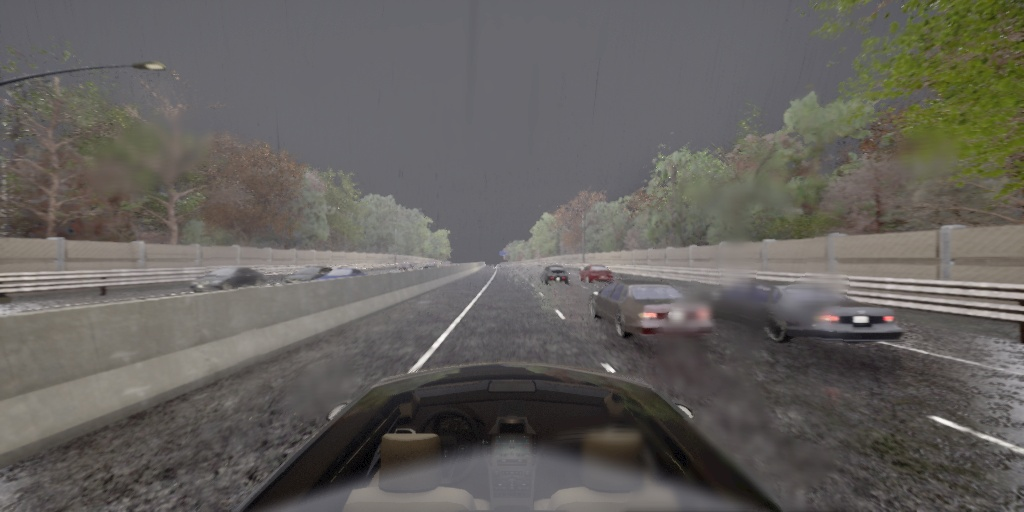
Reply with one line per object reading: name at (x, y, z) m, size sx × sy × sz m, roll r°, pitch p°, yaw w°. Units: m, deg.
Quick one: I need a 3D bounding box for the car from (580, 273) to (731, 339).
car at (3.584, 1.372, 10.309) m, size 2.033 × 1.411 × 5.357 m, roll 0°, pitch -1°, yaw 0°

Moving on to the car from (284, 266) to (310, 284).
car at (-14.246, 1.483, 25.834) m, size 1.837 × 1.490 × 4.892 m, roll 0°, pitch 0°, yaw -1°

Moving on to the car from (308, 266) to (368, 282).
car at (-10.715, 1.475, 22.945) m, size 1.812 × 1.442 × 4.674 m, roll 0°, pitch -1°, yaw -1°

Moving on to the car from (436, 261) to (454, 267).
car at (-11.551, 1.658, 63.712) m, size 2.097 × 1.767 × 4.553 m, roll 0°, pitch -1°, yaw -1°

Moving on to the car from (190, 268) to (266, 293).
car at (-17.711, 1.477, 22.704) m, size 1.812 × 1.442 × 4.674 m, roll 0°, pitch 0°, yaw -1°

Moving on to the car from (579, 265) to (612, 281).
car at (6.893, 1.477, 29.925) m, size 1.882 × 1.535 × 5.008 m, roll 0°, pitch -1°, yaw -1°

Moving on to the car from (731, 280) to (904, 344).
car at (7.087, 1.364, 9.804) m, size 2.033 × 1.411 × 5.357 m, roll 0°, pitch -1°, yaw 0°

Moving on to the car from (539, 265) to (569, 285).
car at (3.403, 1.500, 29.214) m, size 1.837 × 1.490 × 4.892 m, roll 0°, pitch 0°, yaw -1°
